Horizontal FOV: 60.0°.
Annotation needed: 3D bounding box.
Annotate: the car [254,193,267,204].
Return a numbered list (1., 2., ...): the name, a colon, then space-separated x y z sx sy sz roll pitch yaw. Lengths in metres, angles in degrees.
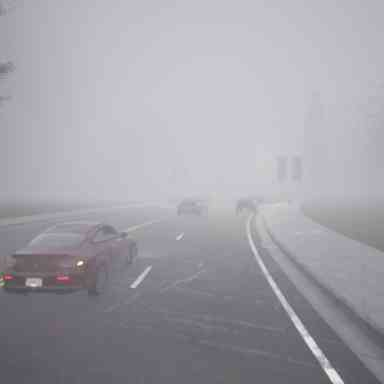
1. car: 9.484 0.906 47.725 1.812 1.442 4.674 0 1 23

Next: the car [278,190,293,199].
1. car: 18.702 0.324 66.460 2.097 1.767 4.553 0 1 27

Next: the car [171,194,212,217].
1. car: 0.129 1.226 27.716 2.128 1.511 4.902 0 1 13

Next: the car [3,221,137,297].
1. car: -2.724 1.461 8.363 1.812 1.442 4.674 0 0 4

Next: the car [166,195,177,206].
1. car: -1.740 1.081 45.295 2.033 1.411 5.357 0 1 20

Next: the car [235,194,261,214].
1. car: 5.020 1.180 30.270 1.837 1.490 4.892 0 1 14

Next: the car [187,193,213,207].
1. car: 1.130 1.005 43.561 1.882 1.535 5.008 0 1 20
